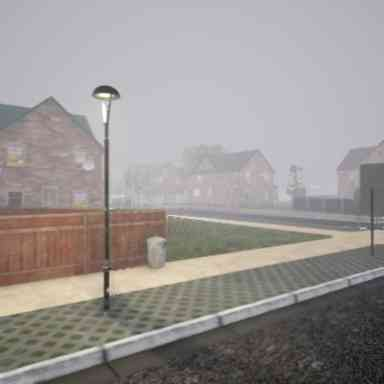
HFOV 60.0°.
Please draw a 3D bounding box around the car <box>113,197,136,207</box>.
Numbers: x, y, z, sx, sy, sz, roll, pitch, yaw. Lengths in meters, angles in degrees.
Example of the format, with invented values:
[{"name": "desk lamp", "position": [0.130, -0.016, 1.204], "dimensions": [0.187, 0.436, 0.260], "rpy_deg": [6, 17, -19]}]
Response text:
[{"name": "car", "position": [-9.763, 1.428, 47.643], "dimensions": [2.128, 1.511, 4.902], "rpy_deg": [1, -1, -35]}]
